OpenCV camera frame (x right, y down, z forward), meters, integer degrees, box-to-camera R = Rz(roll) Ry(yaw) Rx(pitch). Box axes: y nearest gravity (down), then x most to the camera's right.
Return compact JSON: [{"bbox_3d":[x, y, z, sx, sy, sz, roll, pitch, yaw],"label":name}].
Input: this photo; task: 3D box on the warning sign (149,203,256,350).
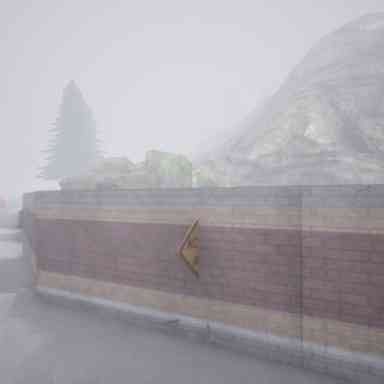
[{"bbox_3d":[0.191,1.123,5.172,1.060,1.860,1.300,-1,0,40],"label":"warning sign"}]
